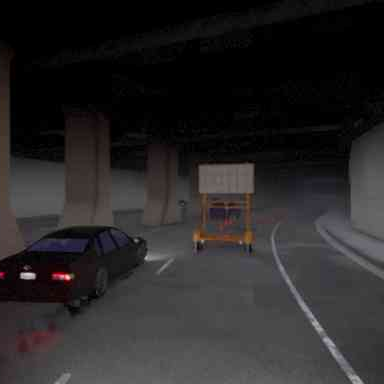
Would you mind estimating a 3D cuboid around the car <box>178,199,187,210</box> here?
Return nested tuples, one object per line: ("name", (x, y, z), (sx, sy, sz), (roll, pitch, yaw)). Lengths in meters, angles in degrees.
("car", (-2.335, 1.697, 43.985), (1.837, 1.490, 4.892), (0, 0, 25))

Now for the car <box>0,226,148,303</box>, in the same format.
("car", (-2.651, 1.588, 8.545), (2.033, 1.411, 5.357), (0, 0, 7))

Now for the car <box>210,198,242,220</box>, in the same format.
("car", (3.169, 1.604, 30.002), (1.882, 1.535, 5.008), (0, 0, 22))

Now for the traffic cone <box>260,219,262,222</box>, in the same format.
("traffic cone", (5.326, 2.064, 26.323), (0.340, 0.580, 0.340), (0, 0, 15))

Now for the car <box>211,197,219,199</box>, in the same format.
("car", (3.280, 1.553, 47.697), (2.097, 1.767, 4.553), (0, 0, 25))

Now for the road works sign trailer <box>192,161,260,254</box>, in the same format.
("road works sign trailer", (1.445, 0.523, 13.912), (2.380, 3.560, 2.880), (0, 0, 15))
